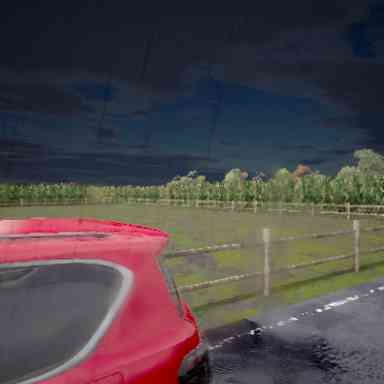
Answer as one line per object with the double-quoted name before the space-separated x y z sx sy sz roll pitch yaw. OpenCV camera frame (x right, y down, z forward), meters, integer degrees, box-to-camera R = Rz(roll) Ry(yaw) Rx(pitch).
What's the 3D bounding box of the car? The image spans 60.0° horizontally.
"car" -2.439 1.219 1.330 5.566 2.045 2.150 0 0 -35
